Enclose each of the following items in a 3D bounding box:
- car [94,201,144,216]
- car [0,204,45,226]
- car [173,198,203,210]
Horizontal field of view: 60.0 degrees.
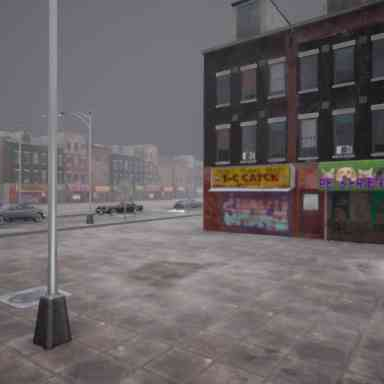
[{"bbox_3d":[-6.862,1.515,31.543,1.895,1.301,4.718,0,0,35],"label":"car"},{"bbox_3d":[-12.622,1.515,23.386,1.994,1.385,4.181,0,0,36],"label":"car"},{"bbox_3d":[-0.433,1.439,40.630,1.994,1.385,4.181,0,0,36],"label":"car"}]
